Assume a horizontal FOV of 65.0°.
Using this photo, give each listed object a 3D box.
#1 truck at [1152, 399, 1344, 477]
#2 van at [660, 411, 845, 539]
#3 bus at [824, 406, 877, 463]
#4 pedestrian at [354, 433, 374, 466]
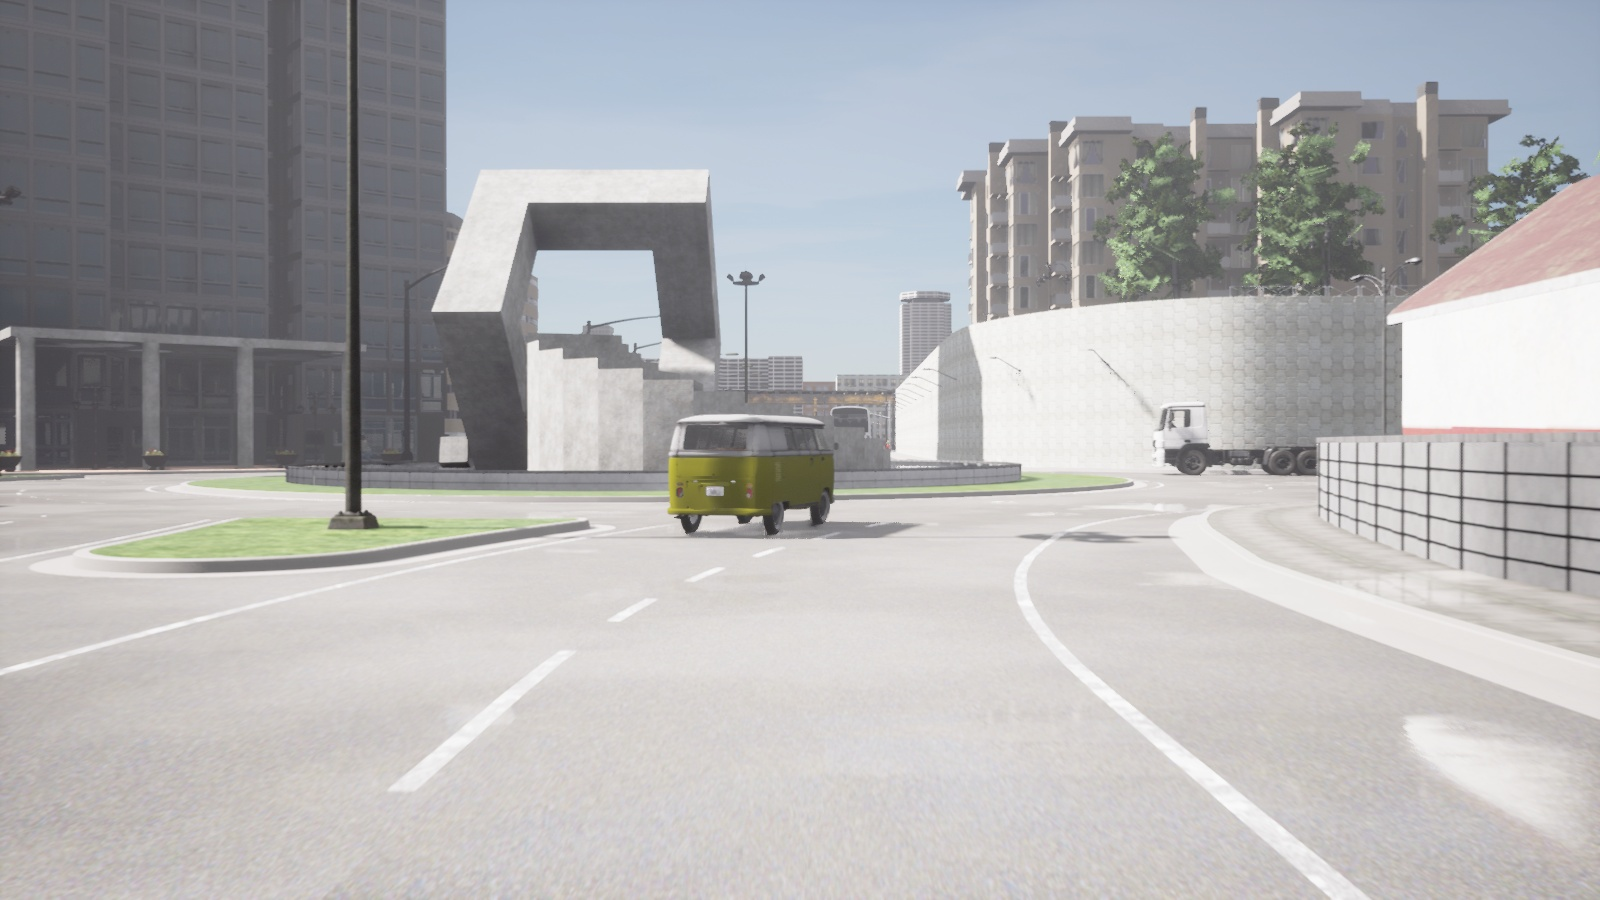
[{"bbox_3d":[20.336,-0.543,57.470,7.936,3.462,2.891,0,0,11],"label":"truck"},{"bbox_3d":[-0.688,0.376,21.840,1.775,1.987,4.442,0,0,18],"label":"van"},{"bbox_3d":[3.975,-1.185,99.130,3.944,4.253,10.273,0,0,2],"label":"bus"},{"bbox_3d":[-24.803,-0.014,71.487,0.900,1.855,0.874,0,0,-32],"label":"pedestrian"}]
